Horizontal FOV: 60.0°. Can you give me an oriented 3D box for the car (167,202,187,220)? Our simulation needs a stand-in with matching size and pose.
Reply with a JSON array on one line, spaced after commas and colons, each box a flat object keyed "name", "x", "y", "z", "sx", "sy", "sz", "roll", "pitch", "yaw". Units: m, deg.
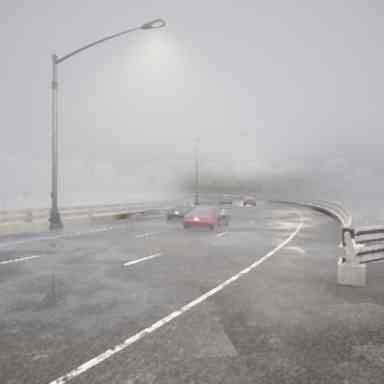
[{"name": "car", "x": -0.415, "y": 1.509, "z": 26.665, "sx": 1.994, "sy": 1.385, "sz": 4.181, "roll": 0, "pitch": 0, "yaw": 20}]

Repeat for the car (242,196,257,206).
[{"name": "car", "x": 9.137, "y": 1.431, "z": 53.054, "sx": 1.812, "sy": 1.442, "sz": 4.674, "roll": 0, "pitch": 0, "yaw": 6}]

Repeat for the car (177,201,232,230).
[{"name": "car", "x": 1.041, "y": 1.523, "z": 20.799, "sx": 1.994, "sy": 1.385, "sz": 4.181, "roll": 0, "pitch": 0, "yaw": 23}]

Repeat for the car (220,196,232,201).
[{"name": "car", "x": 5.978, "y": 1.455, "z": 57.916, "sx": 1.994, "sy": 1.385, "sz": 4.181, "roll": 0, "pitch": 0, "yaw": 4}]
